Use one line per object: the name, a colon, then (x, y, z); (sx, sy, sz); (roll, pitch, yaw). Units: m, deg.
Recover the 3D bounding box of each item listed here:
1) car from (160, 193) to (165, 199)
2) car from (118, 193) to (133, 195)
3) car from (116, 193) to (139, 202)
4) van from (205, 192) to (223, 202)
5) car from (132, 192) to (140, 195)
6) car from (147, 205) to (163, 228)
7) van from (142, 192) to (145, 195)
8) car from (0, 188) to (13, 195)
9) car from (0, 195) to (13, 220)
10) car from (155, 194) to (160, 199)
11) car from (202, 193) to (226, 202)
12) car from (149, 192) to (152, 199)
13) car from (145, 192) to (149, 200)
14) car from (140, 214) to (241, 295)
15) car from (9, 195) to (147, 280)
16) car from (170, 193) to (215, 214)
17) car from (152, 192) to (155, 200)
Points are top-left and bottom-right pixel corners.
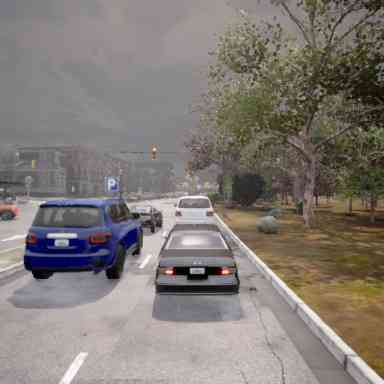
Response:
car: (-11.114, 1.066, 91.764); (5.566, 2.045, 2.435); (-1, 0, -12)
car: (-14.523, 1.359, 64.819); (4.792, 1.488, 2.163); (-1, 0, -15)
car: (-13.792, 1.197, 70.765); (4.553, 1.767, 2.185); (-1, 0, -14)
van: (4.201, 1.044, 67.437); (4.442, 1.987, 1.878); (1, 0, -14)
car: (-13.882, 1.316, 67.812); (5.366, 1.575, 1.946); (-1, 0, -15)
car: (-2.874, 1.518, 19.969); (2.128, 1.511, 4.902); (0, 0, 3)
van: (-13.330, 1.094, 73.805); (4.442, 1.987, 1.878); (-1, 0, -14)
car: (-31.232, 0.138, 55.667); (2.002, 1.452, 4.674); (6, -3, -19)
car: (-16.660, 1.405, 27.011); (4.553, 1.767, 2.185); (-1, 0, -19)
car: (-11.561, 1.358, 88.757); (4.674, 1.452, 2.002); (-1, 0, -12)
car: (4.581, 1.143, 70.407); (4.553, 1.767, 2.185); (1, 0, -14)
car: (-12.737, 1.360, 79.772); (4.674, 1.452, 2.002); (-1, 0, -13)
car: (-13.106, 1.322, 76.776); (4.892, 1.521, 2.231); (-1, 0, -14)
car: (0.096, 1.556, 8.857); (2.033, 1.411, 5.357); (0, 0, 0)
car: (-2.905, 1.232, 10.113); (2.150, 2.045, 5.566); (0, 0, 0)
car: (0.129, 1.246, 19.106); (2.150, 2.045, 5.566); (0, 0, 0)
car: (-12.369, 1.360, 82.774); (4.674, 1.452, 2.002); (-1, 0, -13)
